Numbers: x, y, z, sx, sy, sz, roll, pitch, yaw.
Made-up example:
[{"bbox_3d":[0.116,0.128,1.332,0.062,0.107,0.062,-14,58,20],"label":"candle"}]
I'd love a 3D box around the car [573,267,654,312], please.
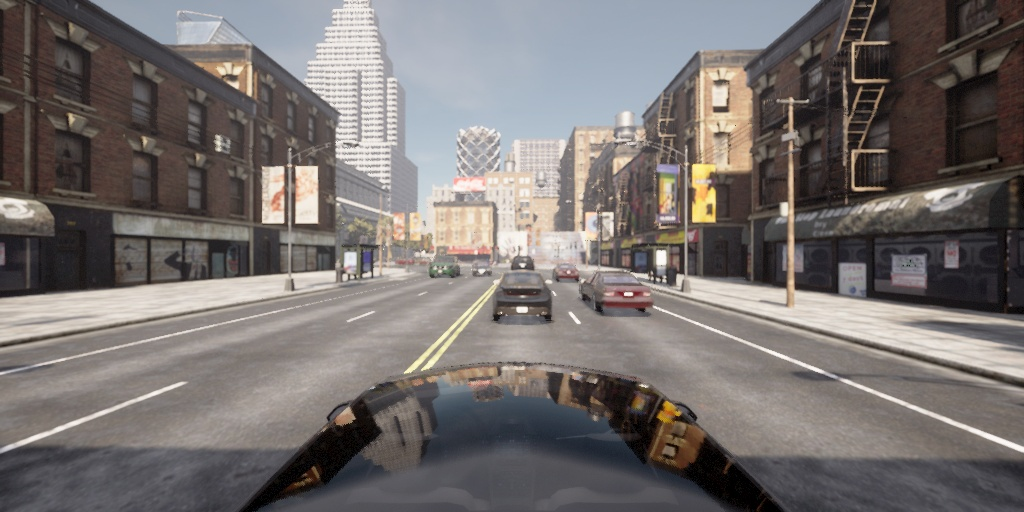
[{"bbox_3d":[3.937,1.306,14.344,2.033,1.411,5.357,0,0,2],"label":"car"}]

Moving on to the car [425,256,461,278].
[{"bbox_3d":[-6.203,0.979,33.777,2.150,2.045,5.566,0,0,0],"label":"car"}]

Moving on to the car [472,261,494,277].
[{"bbox_3d":[-2.875,1.253,35.651,2.128,1.511,4.902,0,0,-2],"label":"car"}]

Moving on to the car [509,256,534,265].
[{"bbox_3d":[0.934,0.986,34.093,2.150,2.045,5.566,0,0,0],"label":"car"}]

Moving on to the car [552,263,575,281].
[{"bbox_3d":[4.411,1.313,29.932,2.033,1.411,5.357,0,0,2],"label":"car"}]

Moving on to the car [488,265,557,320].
[{"bbox_3d":[0.373,1.262,12.637,1.837,1.490,4.892,0,1,2],"label":"car"}]
